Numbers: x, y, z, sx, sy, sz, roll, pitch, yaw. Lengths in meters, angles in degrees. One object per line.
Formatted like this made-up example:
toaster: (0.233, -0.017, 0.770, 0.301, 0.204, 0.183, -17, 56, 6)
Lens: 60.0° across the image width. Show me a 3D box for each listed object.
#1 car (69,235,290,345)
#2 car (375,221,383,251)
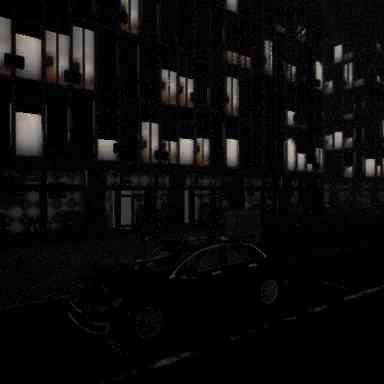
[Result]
car: (-0.006, 1.546, 6.281, 4.403, 1.369, 2.008, 0, 0, -35)
car: (9.145, 1.309, 12.877, 5.009, 1.841, 2.192, 0, 0, -36)
